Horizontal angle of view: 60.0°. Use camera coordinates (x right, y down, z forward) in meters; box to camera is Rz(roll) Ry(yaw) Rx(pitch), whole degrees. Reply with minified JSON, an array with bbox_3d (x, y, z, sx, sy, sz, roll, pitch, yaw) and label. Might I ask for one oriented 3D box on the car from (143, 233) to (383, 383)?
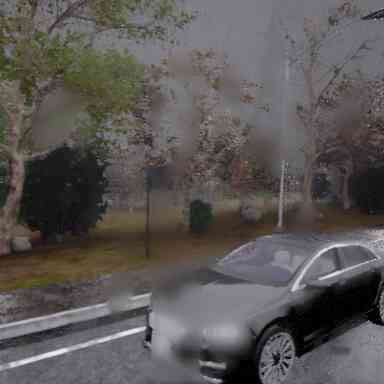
[{"bbox_3d":[1.584,1.477,5.352,4.902,1.511,2.128,0,0,-38],"label":"car"}]
